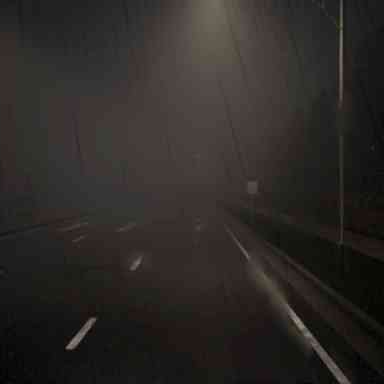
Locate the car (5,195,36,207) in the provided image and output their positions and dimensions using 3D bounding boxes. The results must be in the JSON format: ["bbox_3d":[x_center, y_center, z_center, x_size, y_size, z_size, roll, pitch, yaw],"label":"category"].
[{"bbox_3d":[-21.476,1.109,41.824,2.128,1.511,4.902,0,1,1],"label":"car"}]
